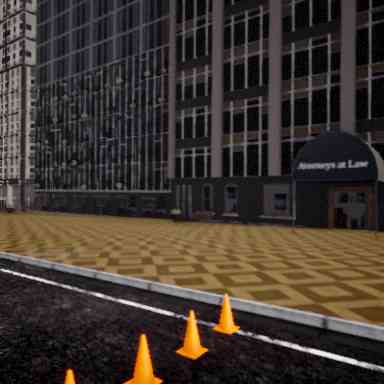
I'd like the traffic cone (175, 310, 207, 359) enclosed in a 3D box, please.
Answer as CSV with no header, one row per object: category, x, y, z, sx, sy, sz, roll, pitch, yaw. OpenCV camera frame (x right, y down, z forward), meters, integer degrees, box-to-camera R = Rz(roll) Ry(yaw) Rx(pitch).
traffic cone,-0.009,2.006,4.797,0.340,0.580,0.340,-1,-1,35

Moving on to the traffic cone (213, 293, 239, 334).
traffic cone,0.572,2.012,5.611,0.340,0.580,0.340,-1,-1,35

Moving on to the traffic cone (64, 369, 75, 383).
traffic cone,-1.169,1.994,3.168,0.340,0.580,0.340,-1,-1,35

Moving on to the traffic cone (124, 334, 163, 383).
traffic cone,-0.588,2.000,3.982,0.340,0.580,0.340,-1,-1,35
